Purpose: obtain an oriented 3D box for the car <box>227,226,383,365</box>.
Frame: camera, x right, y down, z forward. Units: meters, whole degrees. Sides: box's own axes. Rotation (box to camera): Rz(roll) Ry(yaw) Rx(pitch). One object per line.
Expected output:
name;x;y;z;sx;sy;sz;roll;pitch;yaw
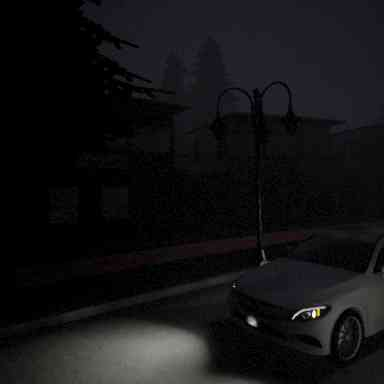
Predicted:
car;2.740;1.374;5.686;4.674;1.442;1.812;-2;1;-33
